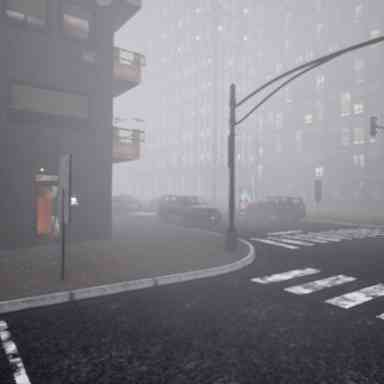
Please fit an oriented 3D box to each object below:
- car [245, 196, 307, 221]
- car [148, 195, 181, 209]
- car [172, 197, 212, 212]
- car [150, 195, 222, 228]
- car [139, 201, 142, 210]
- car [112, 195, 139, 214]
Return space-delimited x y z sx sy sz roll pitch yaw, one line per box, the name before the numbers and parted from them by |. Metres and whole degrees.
car | 6.469 1.224 25.910 2.192 1.841 5.009 2 0 -36
car | -3.315 1.163 39.377 1.947 1.339 4.313 2 0 -36
car | -0.056 1.267 34.888 1.947 1.339 4.313 2 0 -36
car | -0.275 1.124 20.937 2.192 1.841 5.009 2 0 -36
car | -6.884 1.054 34.422 2.128 1.511 4.902 1 1 -36
car | -6.800 1.183 29.913 1.802 1.307 4.206 2 0 -36
